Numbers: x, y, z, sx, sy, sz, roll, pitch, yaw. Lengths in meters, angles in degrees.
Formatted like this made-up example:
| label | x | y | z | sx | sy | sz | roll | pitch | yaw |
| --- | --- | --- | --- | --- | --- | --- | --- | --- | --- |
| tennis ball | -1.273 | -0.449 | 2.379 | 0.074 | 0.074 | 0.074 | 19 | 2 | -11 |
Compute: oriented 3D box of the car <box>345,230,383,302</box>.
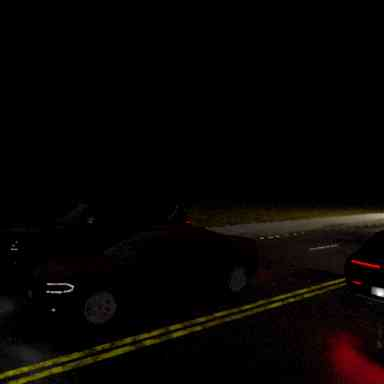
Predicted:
| label | x | y | z | sx | sy | sz | roll | pitch | yaw |
| --- | --- | --- | --- | --- | --- | --- | --- | --- | --- |
| car | 5.235 | 1.484 | 7.176 | 4.892 | 1.490 | 1.837 | 0 | 0 | -36 |

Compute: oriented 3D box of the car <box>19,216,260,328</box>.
| label | x | y | z | sx | sy | sz | roll | pitch | yaw |
| --- | --- | --- | --- | --- | --- | --- | --- | --- | --- |
| car | -0.733 | 1.469 | 7.156 | 5.008 | 1.535 | 1.882 | 0 | 0 | -36 |

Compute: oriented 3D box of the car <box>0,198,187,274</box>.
| label | x | y | z | sx | sy | sz | roll | pitch | yaw |
| --- | --- | --- | --- | --- | --- | --- | --- | --- | --- |
| car | -2.553 | 1.212 | 9.851 | 5.566 | 2.045 | 2.150 | 0 | 0 | -36 |
